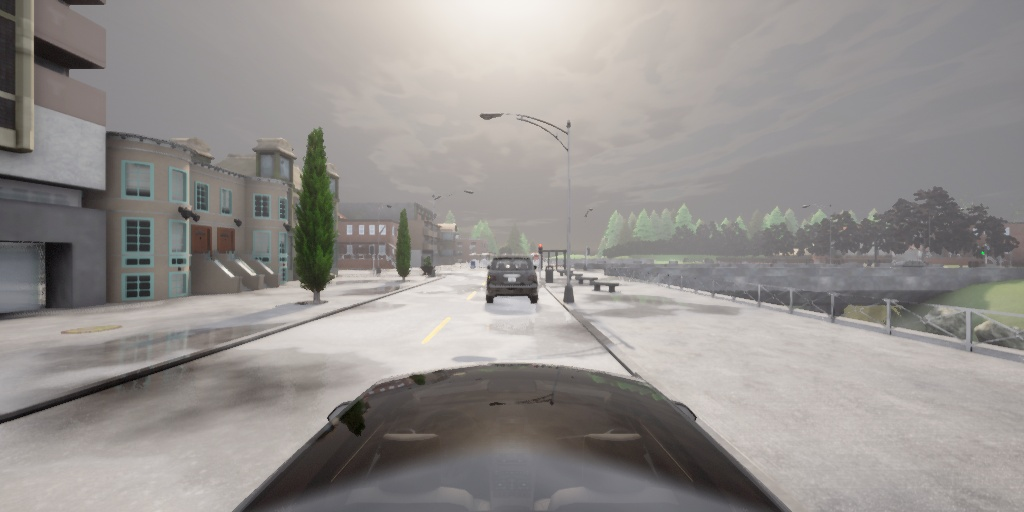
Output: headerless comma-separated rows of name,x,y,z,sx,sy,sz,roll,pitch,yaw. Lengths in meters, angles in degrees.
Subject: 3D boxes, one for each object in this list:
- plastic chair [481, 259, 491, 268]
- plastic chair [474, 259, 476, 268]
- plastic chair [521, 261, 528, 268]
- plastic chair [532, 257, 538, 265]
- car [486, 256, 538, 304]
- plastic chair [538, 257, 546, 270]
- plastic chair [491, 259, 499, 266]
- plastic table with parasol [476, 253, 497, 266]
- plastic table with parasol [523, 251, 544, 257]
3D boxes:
plastic chair,-4.361,1.278,59.470,0.750,1.272,0.730,0,0,0
plastic chair,-5.561,1.278,60.770,0.730,1.272,0.750,0,0,0
plastic chair,2.239,1.278,59.970,0.730,1.272,0.750,0,0,0
plastic chair,3.439,1.278,58.670,0.750,1.272,0.730,0,0,0
car,0.000,1.007,16.530,2.150,2.045,5.566,0,0,0
plastic chair,4.839,1.278,59.771,0.730,1.272,0.750,0,0,0
plastic chair,-2.961,1.278,60.570,0.730,1.272,0.750,0,0,0
plastic table with parasol,-4.241,0.674,60.690,2.482,2.480,2.482,0,0,0
plastic table with parasol,3.579,0.674,59.940,2.482,2.480,2.482,0,0,0
